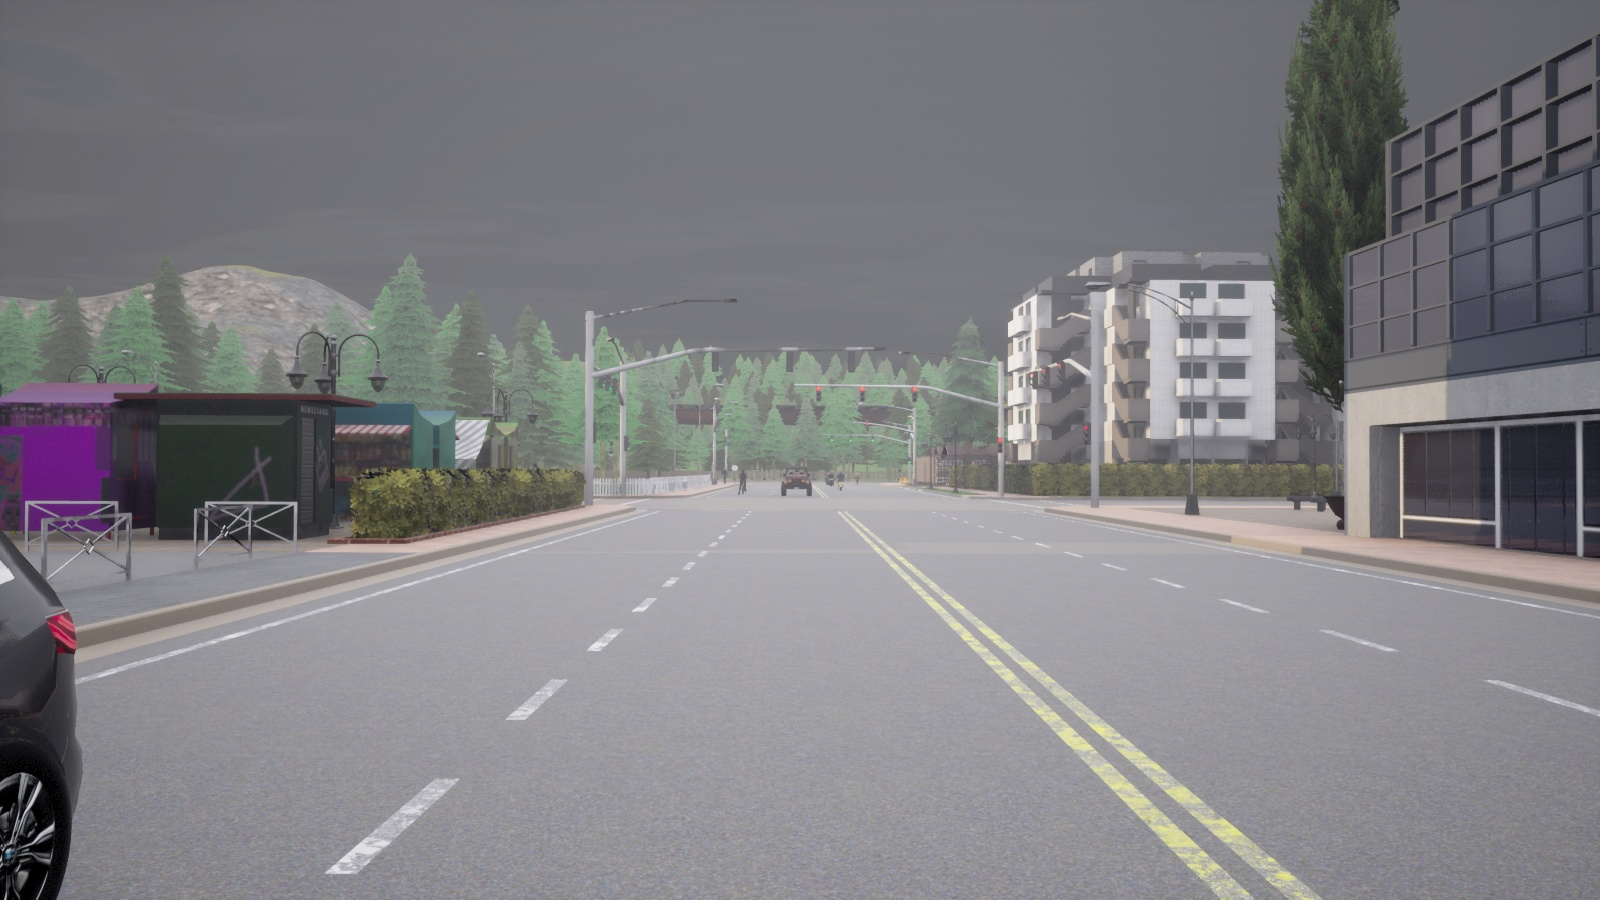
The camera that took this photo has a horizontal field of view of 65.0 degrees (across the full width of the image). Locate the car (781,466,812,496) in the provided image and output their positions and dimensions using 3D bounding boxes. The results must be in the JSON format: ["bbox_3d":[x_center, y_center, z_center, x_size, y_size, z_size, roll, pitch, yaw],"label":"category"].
[{"bbox_3d":[-0.200,1.930,78.718,1.905,1.878,3.866,0,-1,0],"label":"car"}]

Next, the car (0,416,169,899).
[{"bbox_3d":[-3.507,0.714,2.453,2.242,1.667,4.611,0,-1,0],"label":"car"}]
